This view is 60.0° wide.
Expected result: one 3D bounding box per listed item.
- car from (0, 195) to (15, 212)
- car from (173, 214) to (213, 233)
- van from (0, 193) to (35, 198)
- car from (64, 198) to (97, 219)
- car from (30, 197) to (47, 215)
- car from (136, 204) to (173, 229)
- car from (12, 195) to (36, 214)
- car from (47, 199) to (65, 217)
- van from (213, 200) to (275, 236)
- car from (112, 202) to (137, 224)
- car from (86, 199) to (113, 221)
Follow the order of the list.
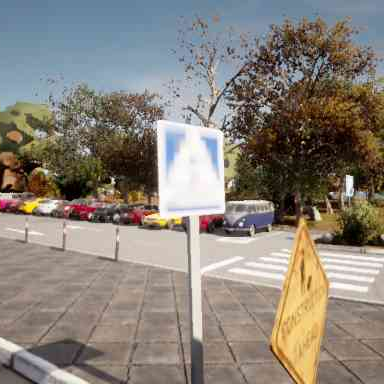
[{"bbox_3d":[-16.866,1.385,34.738,2.002,1.452,4.674,1,1,35],"label":"car"},{"bbox_3d":[1.247,1.716,21.896,2.163,1.488,4.792,1,1,35],"label":"car"},{"bbox_3d":[-19.054,1.077,36.441,1.878,1.987,4.442,1,1,35],"label":"van"},{"bbox_3d":[-7.812,1.513,28.310,2.097,1.535,5.008,1,1,35],"label":"car"},{"bbox_3d":[-12.340,1.469,31.521,2.002,1.452,4.674,1,1,35],"label":"car"},{"bbox_3d":[-1.141,1.640,23.330,1.946,1.575,5.366,1,1,35],"label":"car"},{"bbox_3d":[-14.603,1.386,33.127,2.097,1.535,5.008,1,1,35],"label":"car"},{"bbox_3d":[-10.057,1.345,29.938,2.185,1.767,4.553,1,1,35],"label":"car"},{"bbox_3d":[3.425,1.505,20.167,1.878,1.987,4.442,1,1,35],"label":"van"},{"bbox_3d":[-3.277,1.629,25.113,2.163,1.488,4.792,1,1,35],"label":"car"},{"bbox_3d":[-5.558,1.558,26.692,2.231,1.521,4.892,1,1,35],"label":"car"}]
